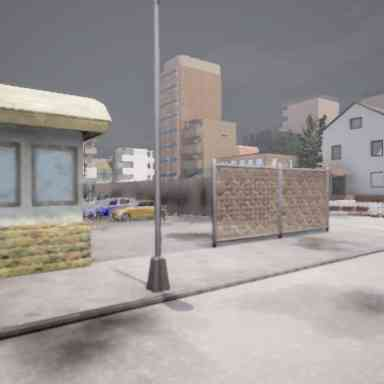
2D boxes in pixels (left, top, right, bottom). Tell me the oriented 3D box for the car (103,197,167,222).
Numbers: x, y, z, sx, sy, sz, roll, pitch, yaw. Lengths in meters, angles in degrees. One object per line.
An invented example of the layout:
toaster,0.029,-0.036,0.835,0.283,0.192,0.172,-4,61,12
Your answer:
car,-3.935,1.334,24.339,4.193,1.474,1.816,-1,0,-36

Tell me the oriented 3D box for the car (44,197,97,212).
car,-13.943,1.392,38.399,5.357,1.415,2.033,-1,0,-36

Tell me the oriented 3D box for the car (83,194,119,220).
car,-6.379,1.271,26.490,4.611,1.667,2.242,-1,0,-36

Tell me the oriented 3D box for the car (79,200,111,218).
car,-8.113,1.380,27.868,2.207,1.379,1.481,-1,0,-36

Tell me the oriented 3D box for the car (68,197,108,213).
car,-10.888,1.327,34.832,3.633,1.501,1.845,-1,0,-36
